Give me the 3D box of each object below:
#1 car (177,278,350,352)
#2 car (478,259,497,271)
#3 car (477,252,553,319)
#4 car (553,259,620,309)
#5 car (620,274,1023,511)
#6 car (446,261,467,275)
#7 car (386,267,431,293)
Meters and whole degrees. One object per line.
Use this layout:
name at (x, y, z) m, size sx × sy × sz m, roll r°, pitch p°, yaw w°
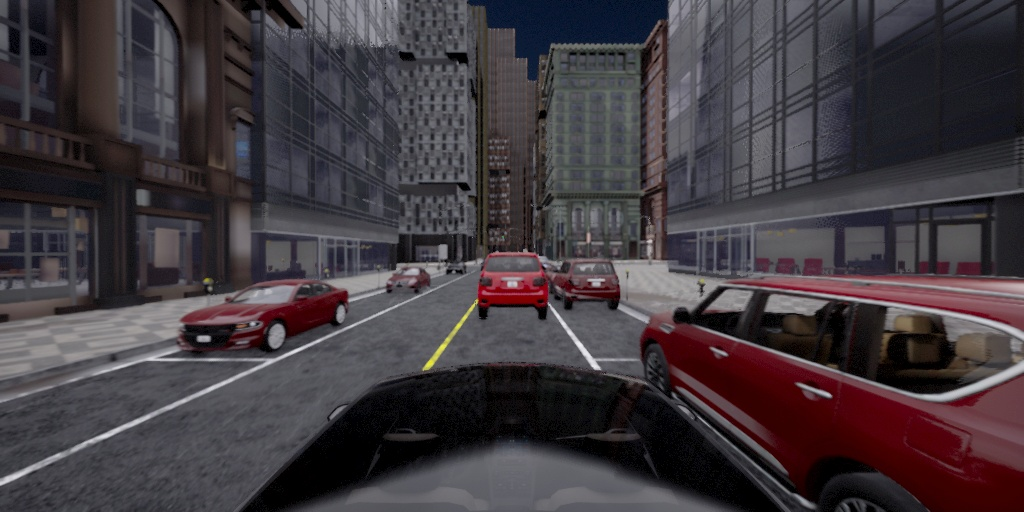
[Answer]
car at (-5.670, 1.273, 8.849) m, size 1.888 × 1.381 × 4.507 m, roll 0°, pitch 0°, yaw 0°
car at (-3.051, 1.123, 46.222) m, size 2.033 × 1.411 × 5.357 m, roll 0°, pitch 0°, yaw 1°
car at (0.050, 0.929, 12.830) m, size 2.150 × 2.045 × 5.566 m, roll 0°, pitch -1°, yaw 1°
car at (2.854, 1.023, 14.502) m, size 2.192 × 1.841 × 5.009 m, roll 0°, pitch 0°, yaw 0°
car at (2.856, 1.060, 3.205) m, size 2.192 × 1.841 × 5.009 m, roll 0°, pitch 0°, yaw 0°
car at (-5.677, 1.184, 37.095) m, size 1.948 × 1.339 × 4.313 m, roll 0°, pitch 0°, yaw 0°
car at (-5.673, 1.270, 20.147) m, size 1.802 × 1.307 × 4.207 m, roll 0°, pitch 0°, yaw 0°
